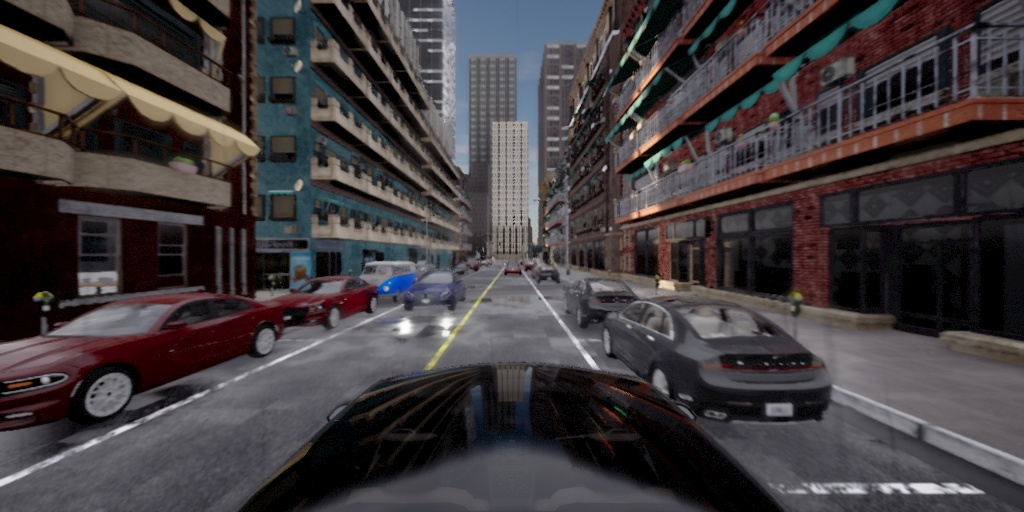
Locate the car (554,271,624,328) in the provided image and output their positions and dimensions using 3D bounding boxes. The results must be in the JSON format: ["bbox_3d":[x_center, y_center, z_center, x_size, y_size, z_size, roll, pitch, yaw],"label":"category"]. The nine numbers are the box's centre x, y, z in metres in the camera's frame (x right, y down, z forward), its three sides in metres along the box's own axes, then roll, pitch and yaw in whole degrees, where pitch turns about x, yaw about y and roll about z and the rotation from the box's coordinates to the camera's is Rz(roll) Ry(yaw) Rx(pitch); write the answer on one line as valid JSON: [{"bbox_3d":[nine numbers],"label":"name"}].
[{"bbox_3d":[2.689,1.327,11.302,2.007,1.370,4.403,0,0,0],"label":"car"}]

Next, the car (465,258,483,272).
[{"bbox_3d":[-5.691,1.207,49.979,2.192,1.841,5.009,0,0,0],"label":"car"}]

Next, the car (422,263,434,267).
[{"bbox_3d":[-5.692,1.248,22.363,1.967,1.591,4.097,0,0,0],"label":"car"}]

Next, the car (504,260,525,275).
[{"bbox_3d":[0.101,1.429,41.166,1.994,1.385,4.181,0,0,0],"label":"car"}]

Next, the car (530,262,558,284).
[{"bbox_3d":[2.689,1.375,27.873,2.007,1.370,4.403,0,0,0],"label":"car"}]

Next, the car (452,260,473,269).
[{"bbox_3d":[-5.692,1.424,38.933,1.948,1.339,4.313,0,0,0],"label":"car"}]

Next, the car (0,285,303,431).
[{"bbox_3d":[-5.692,1.307,5.792,1.888,1.381,4.507,0,0,0],"label":"car"}]

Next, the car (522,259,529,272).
[{"bbox_3d":[2.690,1.437,49.966,1.888,1.381,4.507,0,0,0],"label":"car"}]

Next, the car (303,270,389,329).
[{"bbox_3d":[-5.693,1.322,11.316,1.888,1.381,4.507,0,0,0],"label":"car"}]

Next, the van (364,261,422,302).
[{"bbox_3d":[-5.692,1.133,16.840,1.690,1.789,3.998,0,0,0],"label":"van"}]

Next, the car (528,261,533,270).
[{"bbox_3d":[2.689,1.366,33.567,1.751,1.417,4.829,0,0,0],"label":"car"}]

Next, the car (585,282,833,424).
[{"bbox_3d":[2.689,1.312,5.779,2.007,1.370,4.403,0,0,0],"label":"car"}]

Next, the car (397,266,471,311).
[{"bbox_3d":[-3.001,1.320,14.801,1.812,1.442,4.674,0,0,0],"label":"car"}]
